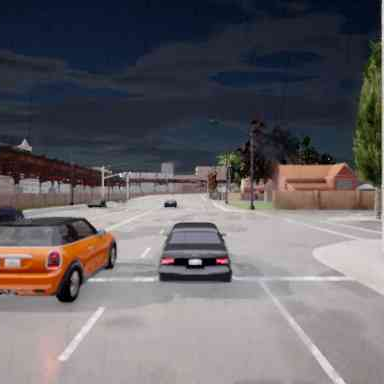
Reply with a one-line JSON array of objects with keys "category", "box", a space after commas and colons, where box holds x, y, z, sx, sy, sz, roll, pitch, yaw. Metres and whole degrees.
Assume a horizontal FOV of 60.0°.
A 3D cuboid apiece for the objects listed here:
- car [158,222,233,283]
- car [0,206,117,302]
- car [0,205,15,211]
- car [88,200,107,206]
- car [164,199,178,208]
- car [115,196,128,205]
[{"category": "car", "box": [0.085, 1.600, 9.825, 2.033, 1.411, 5.357, 0, 0, 0]}, {"category": "car", "box": [-3.412, 1.398, 8.565, 2.097, 1.767, 4.553, 0, 0, 2]}, {"category": "car", "box": [-14.118, 1.675, 23.908, 2.033, 1.411, 5.357, 0, 0, 0]}, {"category": "car", "box": [-14.132, 1.828, 49.749, 1.994, 1.385, 4.181, 0, 0, 0]}, {"category": "car", "box": [-3.442, 1.854, 54.750, 1.994, 1.385, 4.181, 0, 0, 0]}, {"category": "car", "box": [-14.051, 1.660, 66.592, 1.837, 1.490, 4.892, 0, 0, 0]}]
